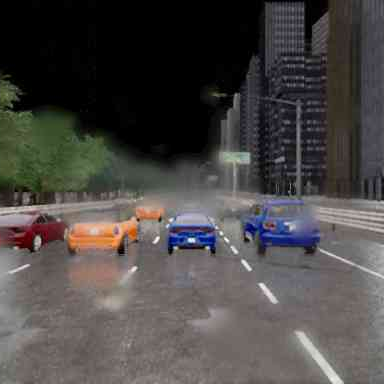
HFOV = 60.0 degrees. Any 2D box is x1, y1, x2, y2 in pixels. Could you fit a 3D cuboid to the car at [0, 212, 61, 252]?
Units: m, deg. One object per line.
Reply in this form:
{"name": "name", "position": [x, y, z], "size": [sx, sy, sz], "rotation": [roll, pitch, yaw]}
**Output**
{"name": "car", "position": [-7.008, 1.612, 14.505], "size": [1.882, 1.535, 5.008], "rotation": [0, 0, 0]}

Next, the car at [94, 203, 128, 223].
{"name": "car", "position": [-7.044, 1.774, 29.344], "size": [1.837, 1.490, 4.892], "rotation": [0, 0, 0]}

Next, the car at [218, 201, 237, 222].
{"name": "car", "position": [3.454, 1.613, 29.120], "size": [2.097, 1.767, 4.553], "rotation": [0, -1, 0]}

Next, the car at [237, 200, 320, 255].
{"name": "car", "position": [3.489, 1.346, 14.058], "size": [2.150, 2.045, 5.566], "rotation": [0, 0, 0]}

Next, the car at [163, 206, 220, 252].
{"name": "car", "position": [-0.008, 1.612, 14.505], "size": [1.882, 1.535, 5.008], "rotation": [0, 0, 0]}

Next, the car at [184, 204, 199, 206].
{"name": "car", "position": [-0.044, 1.758, 29.335], "size": [2.128, 1.511, 4.902], "rotation": [0, 0, 0]}

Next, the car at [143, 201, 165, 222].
{"name": "car", "position": [-3.546, 1.613, 29.104], "size": [2.097, 1.767, 4.553], "rotation": [0, -1, 0]}

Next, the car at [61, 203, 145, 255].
{"name": "car", "position": [-3.511, 1.481, 14.092], "size": [2.097, 1.767, 4.553], "rotation": [0, -1, 0]}
